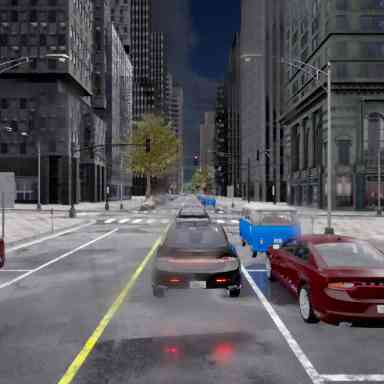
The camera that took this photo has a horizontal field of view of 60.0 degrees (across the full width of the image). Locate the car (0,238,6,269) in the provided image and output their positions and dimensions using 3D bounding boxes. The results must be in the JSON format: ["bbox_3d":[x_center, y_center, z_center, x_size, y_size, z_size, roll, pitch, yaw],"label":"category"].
[{"bbox_3d":[-5.786,1.545,7.011,1.887,1.381,4.507,0,0,0],"label":"car"}]

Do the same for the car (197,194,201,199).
[{"bbox_3d":[2.664,1.599,72.167,2.008,1.369,4.403,0,0,0],"label":"car"}]

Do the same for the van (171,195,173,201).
[{"bbox_3d":[-5.867,1.395,76.840,1.690,1.788,3.998,0,0,0],"label":"van"}]

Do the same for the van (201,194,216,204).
[{"bbox_3d":[2.695,1.365,50.514,1.690,1.788,3.998,0,0,0],"label":"van"}]

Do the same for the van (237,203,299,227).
[{"bbox_3d":[2.763,1.343,12.530,1.690,1.788,3.998,0,0,0],"label":"van"}]

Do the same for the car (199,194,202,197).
[{"bbox_3d":[2.679,1.579,61.340,1.887,1.381,4.507,0,0,0],"label":"car"}]

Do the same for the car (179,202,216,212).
[{"bbox_3d":[0.061,1.495,17.928,2.128,1.511,4.902,0,0,1],"label":"car"}]

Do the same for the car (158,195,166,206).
[{"bbox_3d":[-5.838,1.574,55.684,1.887,1.381,4.507,0,0,0],"label":"car"}]

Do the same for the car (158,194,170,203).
[{"bbox_3d":[-5.844,1.349,60.974,2.192,1.841,5.009,0,0,0],"label":"car"}]

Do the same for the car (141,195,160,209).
[{"bbox_3d":[-5.829,1.545,44.934,1.752,1.417,4.829,0,0,0],"label":"car"}]

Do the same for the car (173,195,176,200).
[{"bbox_3d":[-5.882,1.636,87.417,1.947,1.339,4.313,0,0,0],"label":"car"}]

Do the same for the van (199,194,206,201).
[{"bbox_3d":[2.650,1.404,82.994,1.690,1.788,3.998,0,0,0],"label":"van"}]

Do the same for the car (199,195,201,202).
[{"bbox_3d":[2.687,1.595,55.927,1.947,1.339,4.313,0,0,0],"label":"car"}]

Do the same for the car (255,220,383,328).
[{"bbox_3d":[2.769,1.545,7.004,1.887,1.381,4.507,0,0,0],"label":"car"}]

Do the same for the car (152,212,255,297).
[{"bbox_3d":[0.089,1.492,8.542,2.128,1.511,4.902,0,0,0],"label":"car"}]
